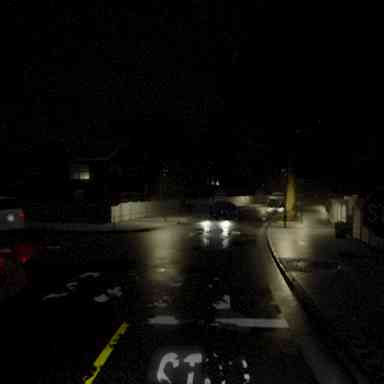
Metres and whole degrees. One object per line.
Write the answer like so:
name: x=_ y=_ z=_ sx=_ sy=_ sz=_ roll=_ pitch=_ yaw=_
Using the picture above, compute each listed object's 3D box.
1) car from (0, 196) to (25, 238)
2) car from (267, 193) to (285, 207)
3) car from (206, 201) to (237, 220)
car: x=-10.486 y=1.187 z=15.528 sx=5.566 sy=2.045 sz=2.150 roll=1 pitch=1 yaw=19
car: x=13.303 y=1.147 z=51.076 sx=2.150 sy=2.045 sz=5.566 roll=0 pitch=0 yaw=29
car: x=2.655 y=1.535 z=29.078 sx=1.882 sy=1.535 sz=5.008 roll=0 pitch=0 yaw=20
